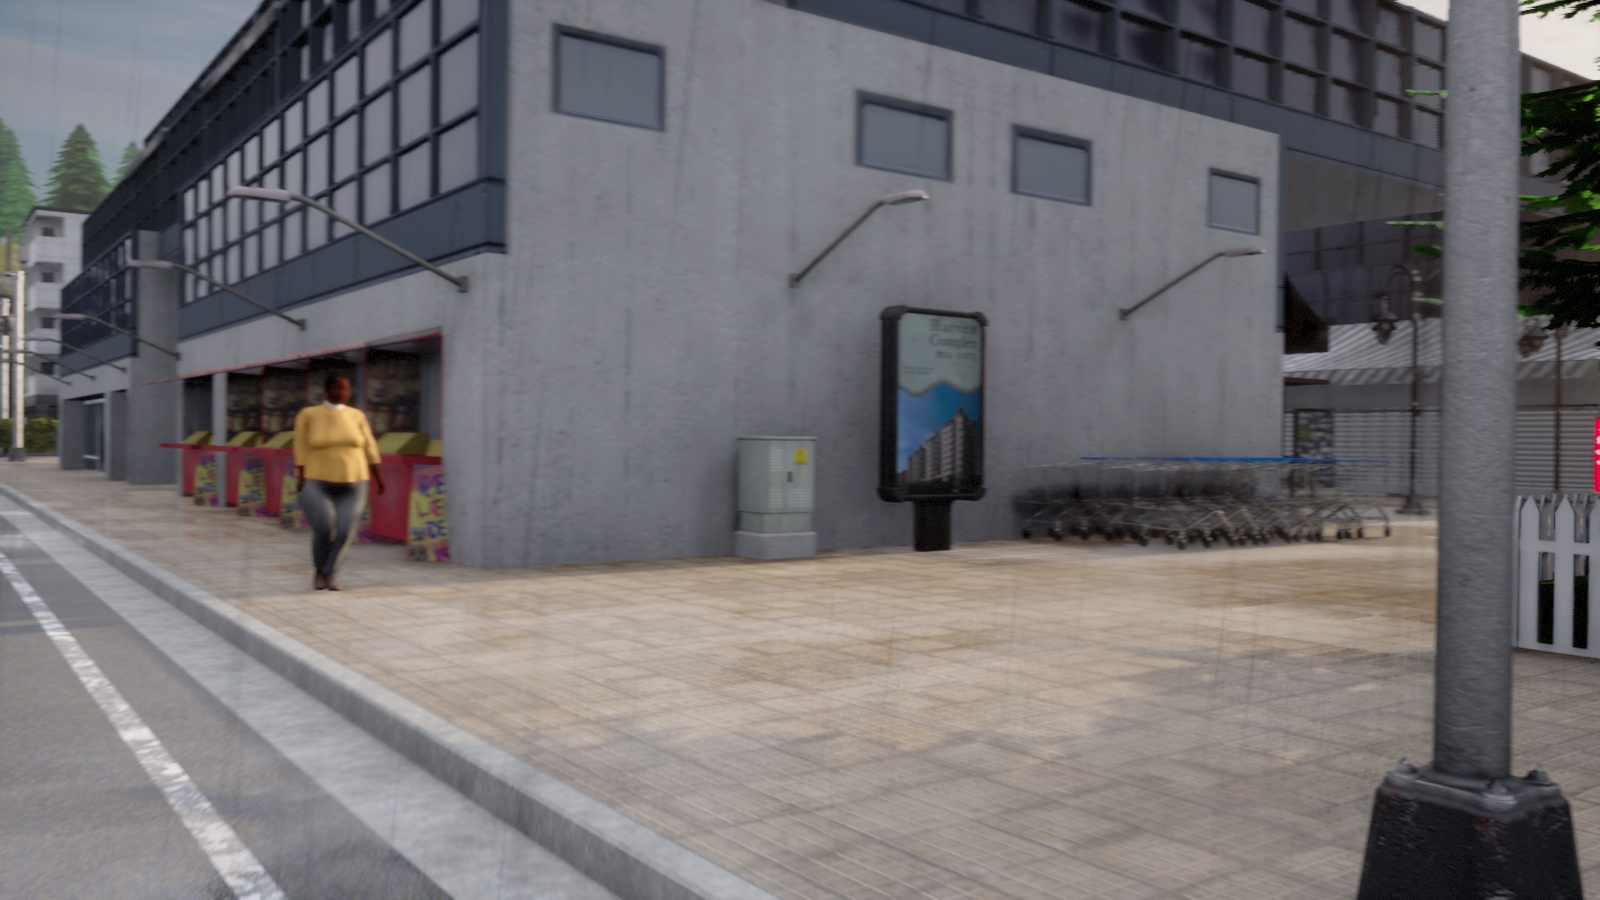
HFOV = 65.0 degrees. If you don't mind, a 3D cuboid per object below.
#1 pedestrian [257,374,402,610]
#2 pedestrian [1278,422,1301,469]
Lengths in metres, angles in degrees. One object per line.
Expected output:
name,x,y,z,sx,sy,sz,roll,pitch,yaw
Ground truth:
pedestrian,-3.931,0.327,10.482,0.874,1.855,0.900,-1,1,-39
pedestrian,20.431,-0.197,52.438,0.423,1.949,0.788,-1,1,-33
